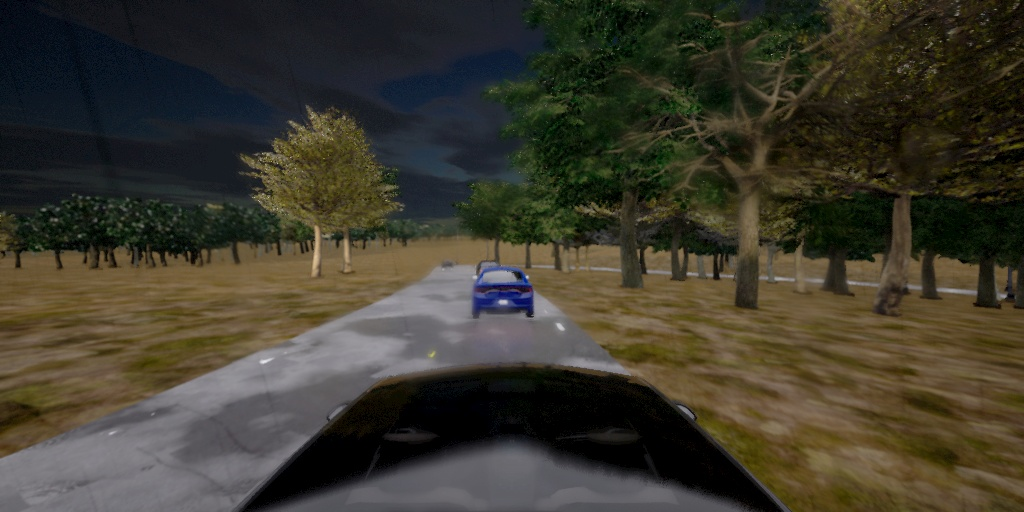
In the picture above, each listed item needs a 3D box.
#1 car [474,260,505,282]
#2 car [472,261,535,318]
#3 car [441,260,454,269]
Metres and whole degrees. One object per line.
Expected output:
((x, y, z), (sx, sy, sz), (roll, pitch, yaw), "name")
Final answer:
((-1.801, 1.062, 27.413), (2.033, 1.411, 5.357), (-1, 0, -7), "car")
((-0.355, 1.111, 12.512), (1.882, 1.535, 5.008), (0, 1, -3), "car")
((-9.662, 1.274, 53.806), (1.895, 1.301, 4.718), (-1, -1, -11), "car")
